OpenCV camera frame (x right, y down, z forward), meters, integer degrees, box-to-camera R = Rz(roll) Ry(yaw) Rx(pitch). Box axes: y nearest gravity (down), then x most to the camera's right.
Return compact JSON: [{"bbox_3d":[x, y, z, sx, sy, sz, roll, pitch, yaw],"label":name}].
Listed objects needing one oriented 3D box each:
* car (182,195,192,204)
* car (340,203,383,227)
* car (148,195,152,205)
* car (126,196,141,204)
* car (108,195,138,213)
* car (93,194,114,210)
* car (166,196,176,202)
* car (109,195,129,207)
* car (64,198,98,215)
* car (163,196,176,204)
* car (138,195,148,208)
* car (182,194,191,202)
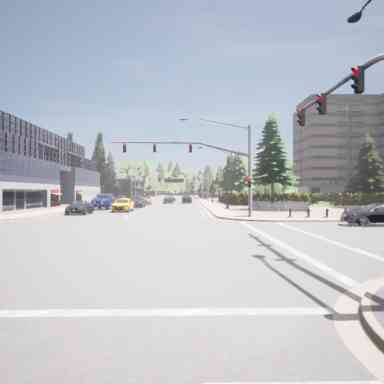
[{"bbox_3d":[-0.968,1.505,64.953,1.837,1.490,4.892,0,0,-1],"label":"car"},{"bbox_3d":[12.505,1.492,22.232,4.902,1.511,2.128,0,0,-1],"label":"car"},{"bbox_3d":[-8.044,1.353,57.213,2.097,1.767,4.553,0,0,-1],"label":"car"},{"bbox_3d":[-11.604,1.492,66.301,2.128,1.511,4.902,0,0,0],"label":"car"},{"bbox_3d":[-7.802,1.478,37.861,1.882,1.535,5.008,0,0,-1],"label":"car"},{"bbox_3d":[-11.370,1.221,42.822,2.150,2.045,5.566,0,0,-1],"label":"car"},{"bbox_3d":[-4.709,1.510,75.265,1.895,1.301,4.718,0,0,-1],"label":"car"},{"bbox_3d":[-11.492,1.352,52.722,2.097,1.767,4.553,0,0,-1],"label":"car"},{"bbox_3d":[-11.238,1.564,33.469,1.994,1.385,4.181,0,0,-1],"label":"car"},{"bbox_3d":[-4.565,1.547,64.629,2.033,1.411,5.357,0,0,-1],"label":"car"},{"bbox_3d":[-7.931,1.351,47.656,2.097,1.767,4.553,0,0,-1],"label":"car"},{"bbox_3d":[-1.204,1.355,75.018,2.097,1.767,4.553,0,0,-1],"label":"car"}]
